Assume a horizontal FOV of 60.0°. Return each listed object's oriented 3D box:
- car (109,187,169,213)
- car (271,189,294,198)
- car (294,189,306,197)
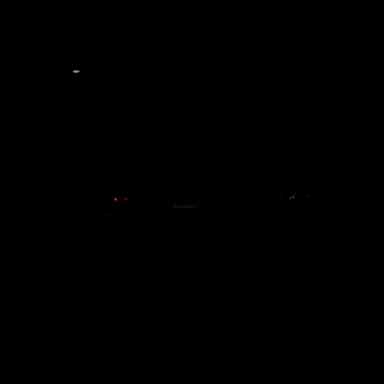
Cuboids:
[{"bbox_3d":[-4.339,0.565,27.990,2.150,2.045,5.566,1,2,37],"label":"car"},{"bbox_3d":[14.355,0.261,53.502,1.994,1.385,4.181,1,1,35],"label":"car"},{"bbox_3d":[19.602,0.195,61.410,1.994,1.385,4.181,1,1,33],"label":"car"}]
